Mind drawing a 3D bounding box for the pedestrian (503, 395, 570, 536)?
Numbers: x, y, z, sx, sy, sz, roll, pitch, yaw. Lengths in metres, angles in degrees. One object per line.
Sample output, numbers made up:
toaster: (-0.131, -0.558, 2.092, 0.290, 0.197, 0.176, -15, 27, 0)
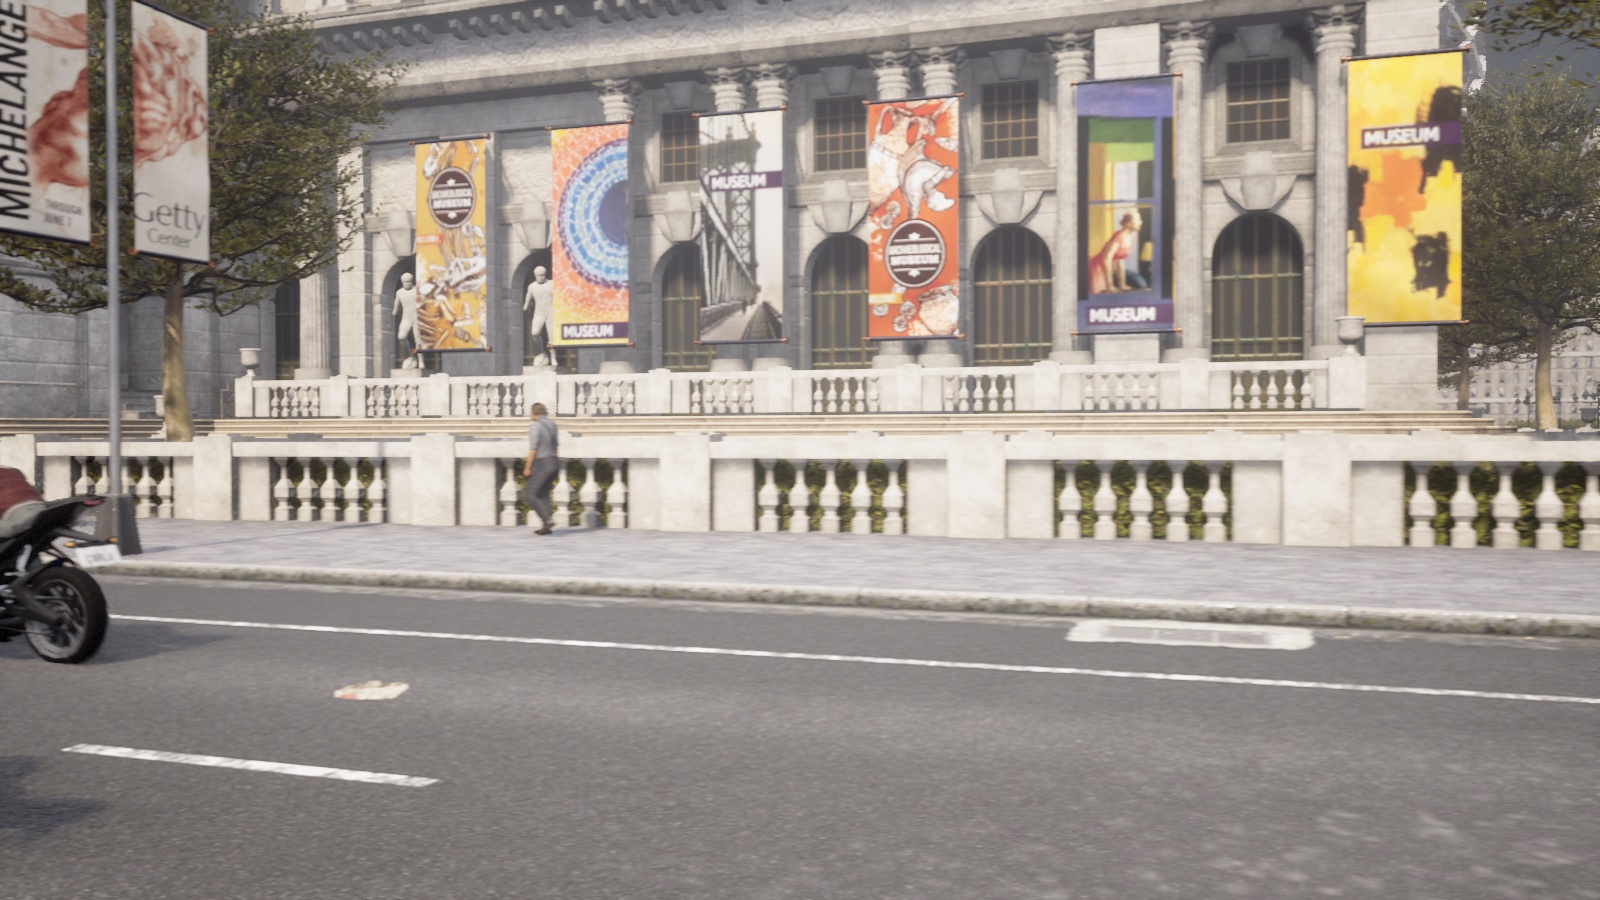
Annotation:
pedestrian: (-3.539, 0.200, 16.871, 0.694, 1.848, 0.540, 1, 1, 25)

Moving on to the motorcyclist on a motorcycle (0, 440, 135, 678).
motorcyclist on a motorcycle: (-5.915, 0.697, 8.876, 2.191, 1.530, 0.866, 1, 1, 19)
